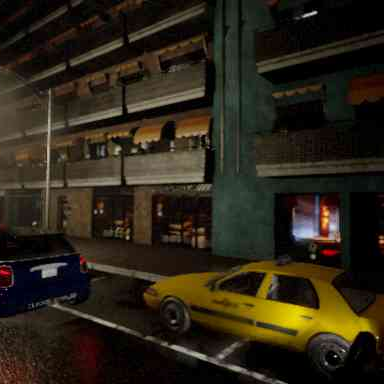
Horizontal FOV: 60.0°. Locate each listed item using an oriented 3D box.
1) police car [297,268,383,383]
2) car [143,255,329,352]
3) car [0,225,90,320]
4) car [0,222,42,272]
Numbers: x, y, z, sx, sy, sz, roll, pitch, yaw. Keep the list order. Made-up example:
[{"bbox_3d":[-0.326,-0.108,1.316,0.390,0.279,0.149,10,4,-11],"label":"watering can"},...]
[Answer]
[{"bbox_3d":[3.438,1.521,1.576,5.238,1.638,1.930,-1,-2,35],"label":"police car"},{"bbox_3d":[1.282,1.735,5.553,4.829,1.417,1.752,-1,-2,37],"label":"car"},{"bbox_3d":[-4.399,1.576,7.595,4.553,1.767,2.097,-1,-2,37],"label":"car"},{"bbox_3d":[-7.633,1.896,12.255,4.507,1.381,1.887,-1,-2,37],"label":"car"}]
